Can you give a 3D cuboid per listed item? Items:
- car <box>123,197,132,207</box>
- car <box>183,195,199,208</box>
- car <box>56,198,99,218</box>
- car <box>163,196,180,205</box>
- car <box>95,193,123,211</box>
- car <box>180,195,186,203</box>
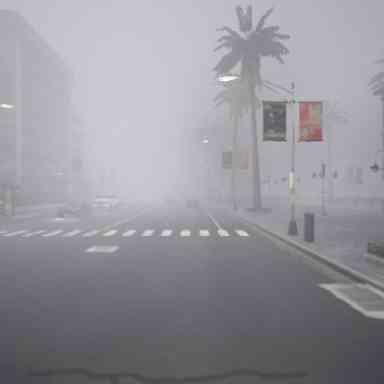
[{"bbox_3d":[-10.510,1.456,51.234,1.882,1.535,5.008,0,0,0],"label":"car"},{"bbox_3d":[0.092,1.543,49.046,1.994,1.385,4.181,0,0,0],"label":"car"},{"bbox_3d":[-10.545,1.535,30.535,2.033,1.411,5.357,0,0,1],"label":"car"},{"bbox_3d":[-3.672,1.539,59.814,1.994,1.385,4.181,0,0,-4],"label":"car"},{"bbox_3d":[-10.519,1.204,40.782,2.150,2.045,5.566,0,0,0],"label":"car"},{"bbox_3d":[-1.345,1.326,69.083,2.097,1.767,4.553,0,0,-12],"label":"car"}]
